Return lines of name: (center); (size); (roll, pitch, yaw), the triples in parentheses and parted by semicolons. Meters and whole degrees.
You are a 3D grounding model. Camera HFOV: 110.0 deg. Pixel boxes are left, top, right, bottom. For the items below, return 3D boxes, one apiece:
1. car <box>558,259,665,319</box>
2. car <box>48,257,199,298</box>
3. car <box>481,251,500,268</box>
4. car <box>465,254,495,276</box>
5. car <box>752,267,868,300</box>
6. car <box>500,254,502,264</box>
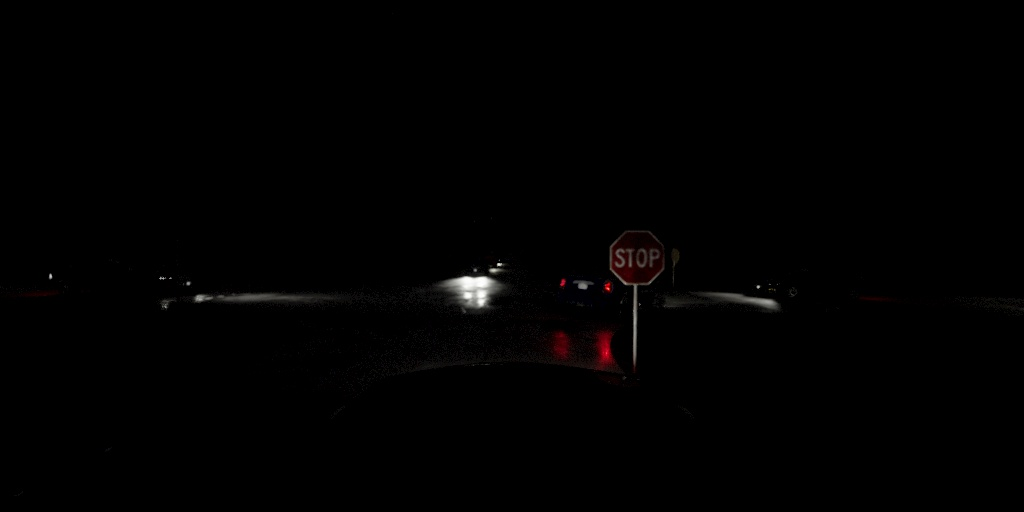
car: (3.598, 1.007, 12.552); (2.097, 1.767, 4.553); (3, 0, 42)
car: (-15.574, 0.799, 14.540); (4.902, 1.511, 2.128); (1, 1, 0)
car: (-2.936, 0.390, 43.860); (2.150, 2.045, 5.566); (0, 1, -1)
car: (-2.903, 0.823, 30.694); (2.128, 1.511, 4.902); (0, 1, 0)
car: (14.426, 1.282, 17.499); (4.892, 1.490, 1.837); (1, 1, -1)
car: (-2.902, 0.213, 60.601); (2.150, 2.045, 5.566); (0, 1, 0)
